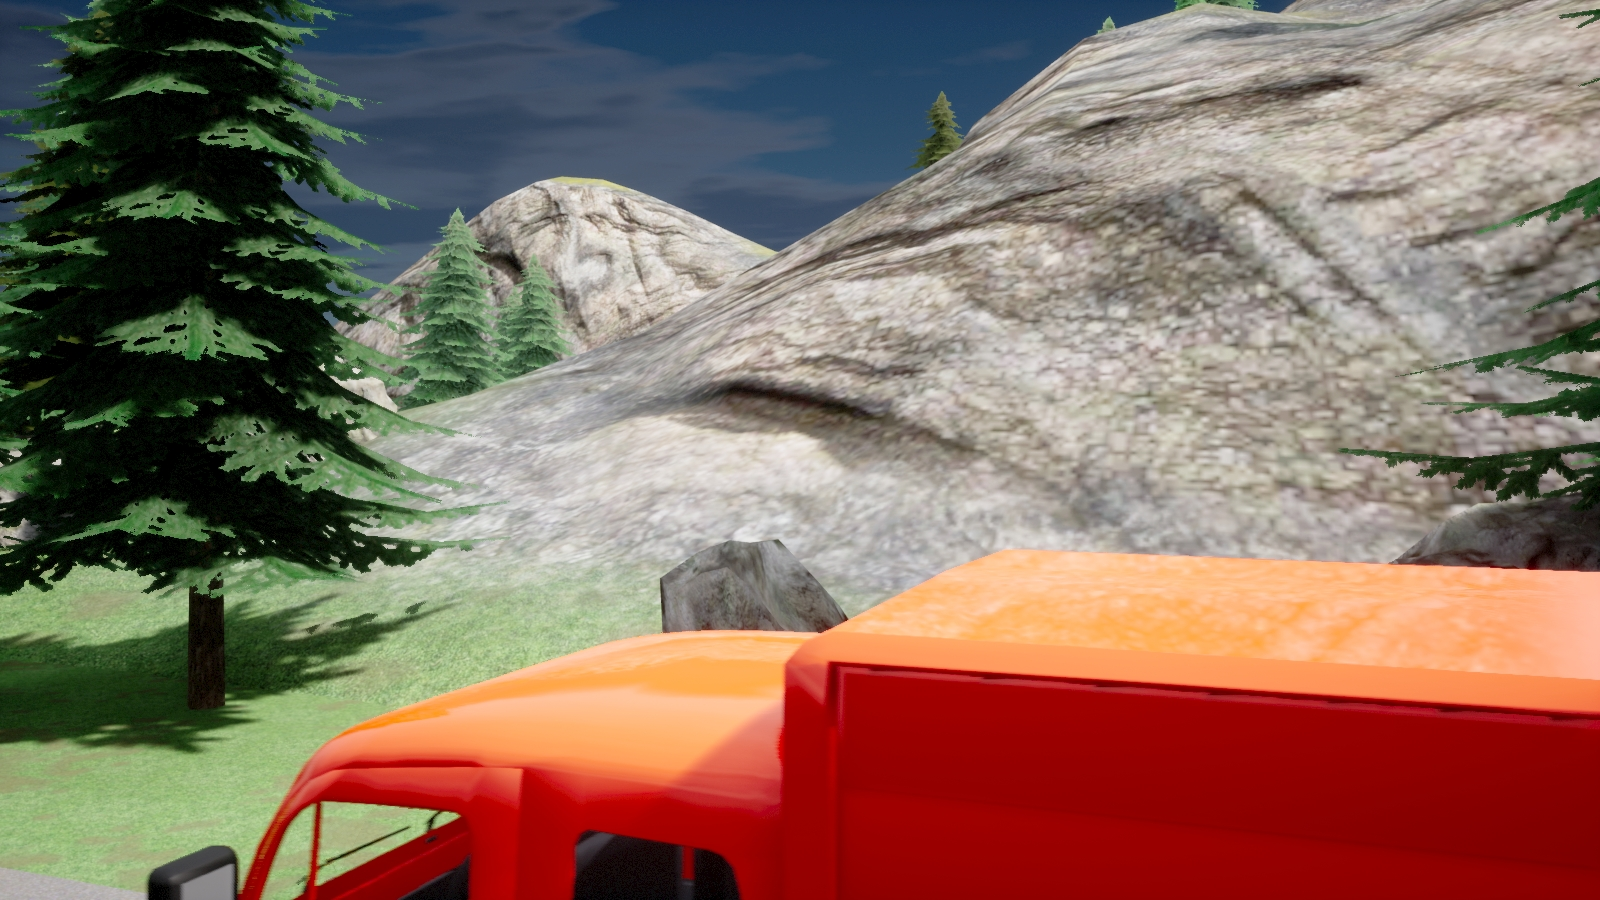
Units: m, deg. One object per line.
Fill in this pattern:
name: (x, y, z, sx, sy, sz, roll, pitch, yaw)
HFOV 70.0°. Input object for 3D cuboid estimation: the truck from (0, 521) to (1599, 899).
truck: (1.063, 1.548, 2.918, 5.204, 2.467, 2.627, 0, 0, 20)
